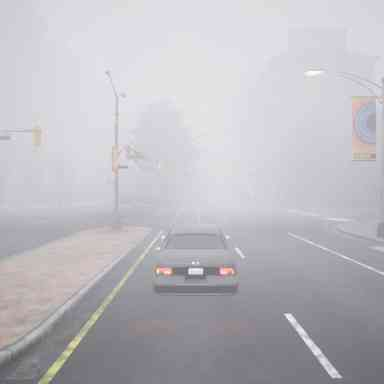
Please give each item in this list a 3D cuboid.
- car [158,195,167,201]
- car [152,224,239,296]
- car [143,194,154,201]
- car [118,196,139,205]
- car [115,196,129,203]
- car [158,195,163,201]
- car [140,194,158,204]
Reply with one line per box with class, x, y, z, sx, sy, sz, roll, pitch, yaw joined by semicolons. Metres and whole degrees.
car;-7.879;1.495;88.934;1.837;1.490;4.892;0;0;0
car;0.086;1.547;8.801;2.033;1.411;5.357;0;0;0
car;-11.381;1.354;87.463;2.097;1.767;4.553;0;0;0
car;-11.488;1.491;59.647;2.128;1.511;4.902;0;0;0
car;-14.656;1.594;69.450;1.895;1.301;4.718;0;0;0
car;-7.899;1.524;74.426;1.812;1.442;4.674;0;0;0
car;-7.979;1.563;62.114;1.994;1.385;4.181;0;0;1
